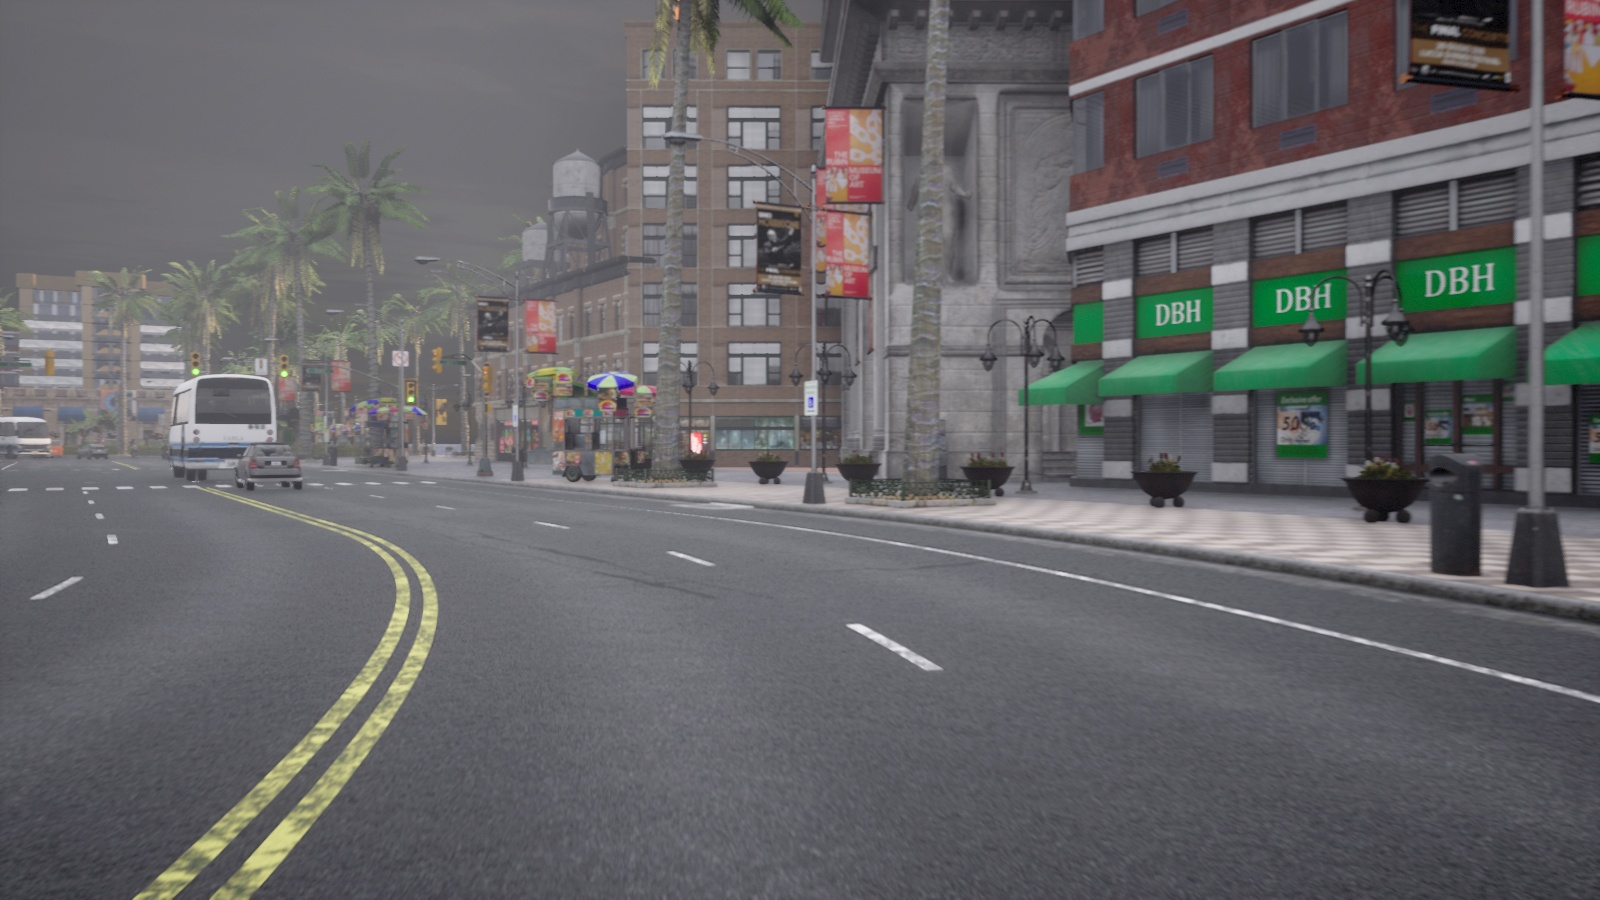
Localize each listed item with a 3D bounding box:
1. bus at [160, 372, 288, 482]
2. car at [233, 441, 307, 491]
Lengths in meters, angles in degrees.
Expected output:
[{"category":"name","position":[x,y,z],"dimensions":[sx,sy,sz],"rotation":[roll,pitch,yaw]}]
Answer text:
[{"category":"bus","position":[-25.024,-0.932,54.173],"dimensions":[3.944,4.253,10.273],"rotation":[0,0,-31]},{"category":"car","position":[-17.573,0.493,41.556],"dimensions":[1.789,1.549,3.705],"rotation":[0,0,-31]}]
